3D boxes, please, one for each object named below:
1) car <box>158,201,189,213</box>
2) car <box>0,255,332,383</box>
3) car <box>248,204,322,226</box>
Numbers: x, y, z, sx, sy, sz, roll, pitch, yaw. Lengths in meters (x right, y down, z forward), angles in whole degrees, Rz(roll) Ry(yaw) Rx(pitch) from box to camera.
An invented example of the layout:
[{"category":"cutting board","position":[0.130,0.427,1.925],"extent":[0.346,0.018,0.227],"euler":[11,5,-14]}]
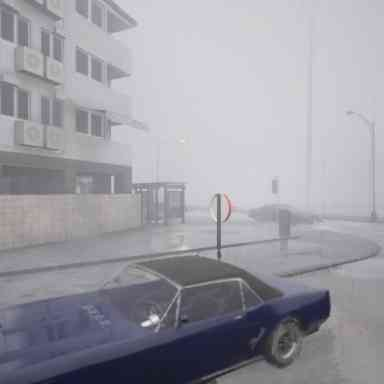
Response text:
[{"category":"car","position":[-2.159,1.565,35.624],"extent":[1.994,1.385,4.181],"euler":[0,0,-36]},{"category":"car","position":[-0.401,1.601,4.234],"extent":[4.718,1.301,1.895],"euler":[0,0,-34]},{"category":"car","position":[6.406,1.547,23.567],"extent":[2.033,1.411,5.357],"euler":[0,0,-35]}]
